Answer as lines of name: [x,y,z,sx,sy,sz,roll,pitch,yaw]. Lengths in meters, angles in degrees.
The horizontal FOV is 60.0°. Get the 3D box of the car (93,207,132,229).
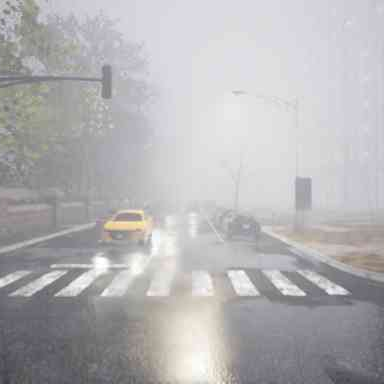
car: [-5.686,1.842,24.252,1.802,1.307,4.206,0,-1,0]

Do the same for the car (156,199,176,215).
car: [-3.053,1.920,39.464,2.128,1.511,4.902,0,-1,1]

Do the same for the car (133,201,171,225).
car: [-3.083,1.778,26.662,2.128,1.511,4.902,0,-1,0]

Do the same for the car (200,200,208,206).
car: [2.701,2.421,74.939,1.802,1.307,4.206,0,-1,0]

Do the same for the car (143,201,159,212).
car: [-5.682,2.034,46.612,1.752,1.417,4.829,0,-1,0]

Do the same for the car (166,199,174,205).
car: [-5.678,2.520,86.204,1.887,1.381,4.507,0,-1,0]

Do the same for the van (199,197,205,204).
van: [2.703,2.385,91.838,1.690,1.788,3.998,0,-1,0]

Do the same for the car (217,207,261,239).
car: [2.693,1.765,18.619,1.947,1.339,4.313,0,-1,0]

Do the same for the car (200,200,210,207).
car: [2.700,2.323,69.307,2.008,1.369,4.403,0,-1,0]

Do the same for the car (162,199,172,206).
car: [-5.679,2.384,74.940,1.887,1.381,4.507,0,-1,0]

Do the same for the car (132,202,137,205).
car: [-5.684,1.824,35.518,1.967,1.590,4.097,0,-1,0]

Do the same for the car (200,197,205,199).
car: [2.699,2.015,52.413,1.967,1.590,4.097,0,-1,0]

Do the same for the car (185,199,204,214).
car: [0.114,2.012,42.843,2.033,1.411,5.357,0,-1,-1]

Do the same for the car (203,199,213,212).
car: [2.698,2.055,46.781,1.887,1.381,4.507,0,-1,0]

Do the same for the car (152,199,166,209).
car: [-5.681,2.081,58.046,1.967,1.590,4.097,0,-1,0]

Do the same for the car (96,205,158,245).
car: [-3.089,1.658,16.791,1.882,1.535,5.008,0,-1,0]

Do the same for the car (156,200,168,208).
car: [-5.681,2.251,63.677,1.887,1.381,4.507,0,-1,0]

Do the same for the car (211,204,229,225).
car: [2.694,1.826,24.251,1.947,1.339,4.313,0,-1,0]

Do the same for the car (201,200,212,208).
car: [2.699,2.257,63.675,2.008,1.369,4.403,0,-1,0]

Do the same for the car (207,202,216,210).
car: [2.695,1.887,29.884,1.947,1.339,4.313,0,-1,0]
